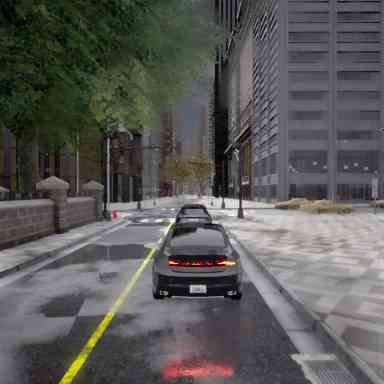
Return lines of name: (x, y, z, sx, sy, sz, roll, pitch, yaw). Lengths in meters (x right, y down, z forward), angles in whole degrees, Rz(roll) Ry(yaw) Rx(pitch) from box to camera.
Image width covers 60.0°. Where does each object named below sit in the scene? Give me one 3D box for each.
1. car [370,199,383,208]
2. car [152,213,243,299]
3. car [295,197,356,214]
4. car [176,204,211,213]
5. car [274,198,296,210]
car: (23.436, 1.144, 38.962, 4.829, 1.417, 1.752, -1, 1, 0)
car: (0.111, 1.508, 8.435, 1.837, 1.490, 4.892, 0, 0, 0)
car: (12.399, 1.341, 30.496, 4.829, 1.417, 1.752, -1, 1, 0)
car: (0.094, 1.440, 18.565, 2.033, 1.649, 4.856, 0, 0, 0)
car: (12.095, 1.329, 39.022, 4.829, 1.417, 1.752, -1, 1, 0)
